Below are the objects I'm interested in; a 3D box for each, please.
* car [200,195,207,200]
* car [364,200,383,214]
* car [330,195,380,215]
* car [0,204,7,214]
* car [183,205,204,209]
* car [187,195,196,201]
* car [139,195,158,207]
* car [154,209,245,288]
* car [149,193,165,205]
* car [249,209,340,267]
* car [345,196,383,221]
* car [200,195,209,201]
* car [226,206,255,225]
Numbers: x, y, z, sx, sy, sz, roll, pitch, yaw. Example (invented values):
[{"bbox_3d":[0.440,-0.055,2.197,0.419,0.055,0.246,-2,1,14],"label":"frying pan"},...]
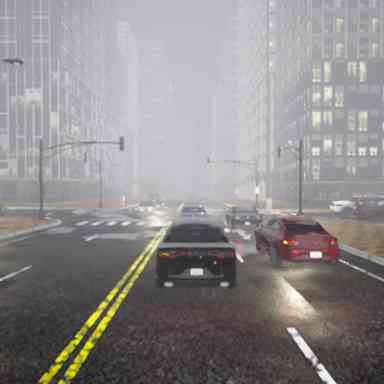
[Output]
[{"bbox_3d":[3.217,1.447,90.883,1.812,1.442,4.674,0,0,0],"label":"car"},{"bbox_3d":[21.797,1.649,36.496,4.829,1.417,1.752,1,0,1],"label":"car"},{"bbox_3d":[17.154,1.346,33.972,5.566,2.045,2.150,1,1,1],"label":"car"},{"bbox_3d":[-19.992,1.370,31.380,4.674,1.442,1.812,1,1,1],"label":"car"},{"bbox_3d":[0.093,1.540,20.878,2.033,1.411,5.357,0,0,0],"label":"car"},{"bbox_3d":[-0.029,1.439,80.033,1.837,1.490,4.892,0,0,0],"label":"car"},{"bbox_3d":[-6.608,1.537,49.741,1.994,1.385,4.181,0,0,0],"label":"car"},{"bbox_3d":[0.092,1.475,9.291,1.882,1.535,5.008,0,0,0],"label":"car"},{"bbox_3d":[-6.597,1.186,58.774,2.150,2.045,5.566,0,0,0],"label":"car"},{"bbox_3d":[3.351,1.522,11.276,1.812,1.442,4.674,0,0,0],"label":"car"},{"bbox_3d":[16.191,1.524,28.207,5.009,1.841,2.192,1,0,1],"label":"car"},{"bbox_3d":[3.222,1.462,81.020,2.128,1.511,4.902,0,0,0],"label":"car"},{"bbox_3d":[3.338,1.602,22.189,1.895,1.301,4.718,0,0,0],"label":"car"}]
